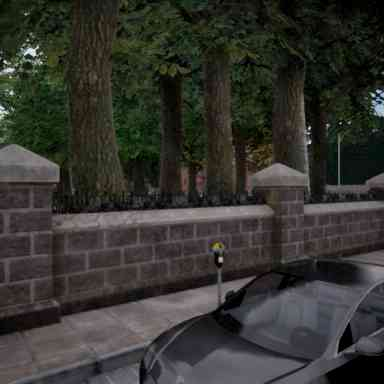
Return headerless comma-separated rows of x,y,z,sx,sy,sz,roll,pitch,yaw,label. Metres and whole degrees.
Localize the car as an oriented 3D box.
1.505,1.565,3.894,4.313,1.339,1.947,0,-1,-36,car
